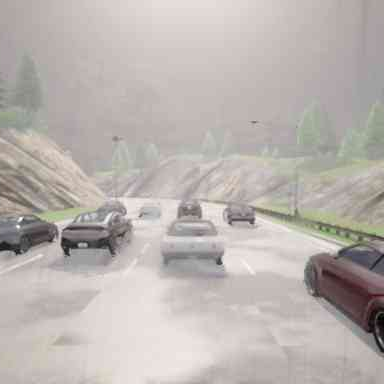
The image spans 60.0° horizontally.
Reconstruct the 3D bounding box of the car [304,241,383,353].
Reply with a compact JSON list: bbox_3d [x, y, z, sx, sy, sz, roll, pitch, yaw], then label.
[{"bbox_3d":[3.554,1.563,5.931,1.994,1.385,4.181,0,0,0],"label":"car"}]

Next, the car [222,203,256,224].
[{"bbox_3d":[3.350,1.546,24.384,2.033,1.411,5.357,0,0,-1],"label":"car"}]

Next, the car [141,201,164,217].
[{"bbox_3d":[-3.742,1.525,30.837,1.812,1.442,4.674,0,0,-1],"label":"car"}]

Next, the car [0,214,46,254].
[{"bbox_3d":[-7.023,1.564,13.408,1.994,1.385,4.181,0,0,-1],"label":"car"}]

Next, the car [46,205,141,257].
[{"bbox_3d":[-3.518,1.492,13.052,2.128,1.511,4.902,0,0,-1],"label":"car"}]

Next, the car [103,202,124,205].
[{"bbox_3d":[-7.222,1.564,30.409,1.994,1.385,4.181,0,0,-1],"label":"car"}]

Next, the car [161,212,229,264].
[{"bbox_3d":[-0.003,1.601,11.821,1.895,1.301,4.718,0,0,-1],"label":"car"}]

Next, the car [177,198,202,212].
[{"bbox_3d":[-0.212,1.351,29.488,2.097,1.767,4.553,0,0,-1],"label":"car"}]
